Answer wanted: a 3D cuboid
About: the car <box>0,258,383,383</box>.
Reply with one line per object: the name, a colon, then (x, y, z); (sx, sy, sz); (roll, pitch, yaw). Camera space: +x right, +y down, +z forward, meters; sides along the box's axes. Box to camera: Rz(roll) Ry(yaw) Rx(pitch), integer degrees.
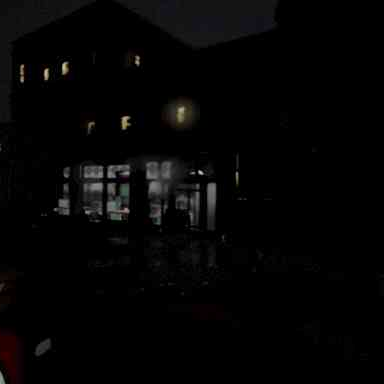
car: (-0.229, 1.529, 3.027); (4.507, 1.381, 1.887); (1, 1, 36)
